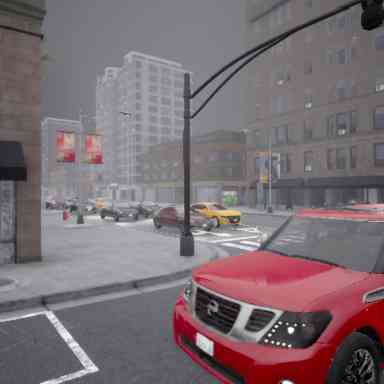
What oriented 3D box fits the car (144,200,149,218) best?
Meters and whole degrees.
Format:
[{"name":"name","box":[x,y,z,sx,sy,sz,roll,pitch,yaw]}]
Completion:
[{"name":"car","box":[-4.199,1.485,30.051,1.812,1.442,4.674,0,0,-36]}]

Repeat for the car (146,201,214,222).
[{"name":"car","box":[-0.667,1.505,19.601,1.812,1.442,4.674,0,0,-35]}]

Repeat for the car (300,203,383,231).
[{"name":"car","box":[9.974,1.521,21.842,2.033,1.411,5.357,0,0,-36]}]

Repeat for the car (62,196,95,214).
[{"name":"car","box":[-11.433,1.443,34.509,2.128,1.511,4.902,0,0,-36]}]

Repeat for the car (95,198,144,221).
[{"name":"car","box":[-5.988,1.491,26.975,1.812,1.442,4.674,0,0,-36]}]

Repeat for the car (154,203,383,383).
[{"name":"car","box":[2.465,1.223,4.924,5.566,2.045,2.150,0,0,-32]}]

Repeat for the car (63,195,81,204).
[{"name":"car","box":[-21.711,1.407,60.187,1.837,1.490,4.892,0,0,-36]}]

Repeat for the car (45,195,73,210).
[{"name":"car","box":[-17.429,1.288,42.874,2.097,1.767,4.553,0,0,-35]}]

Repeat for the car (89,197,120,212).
[{"name":"car","box":[-10.136,1.422,38.272,1.882,1.535,5.008,0,0,-36]}]
